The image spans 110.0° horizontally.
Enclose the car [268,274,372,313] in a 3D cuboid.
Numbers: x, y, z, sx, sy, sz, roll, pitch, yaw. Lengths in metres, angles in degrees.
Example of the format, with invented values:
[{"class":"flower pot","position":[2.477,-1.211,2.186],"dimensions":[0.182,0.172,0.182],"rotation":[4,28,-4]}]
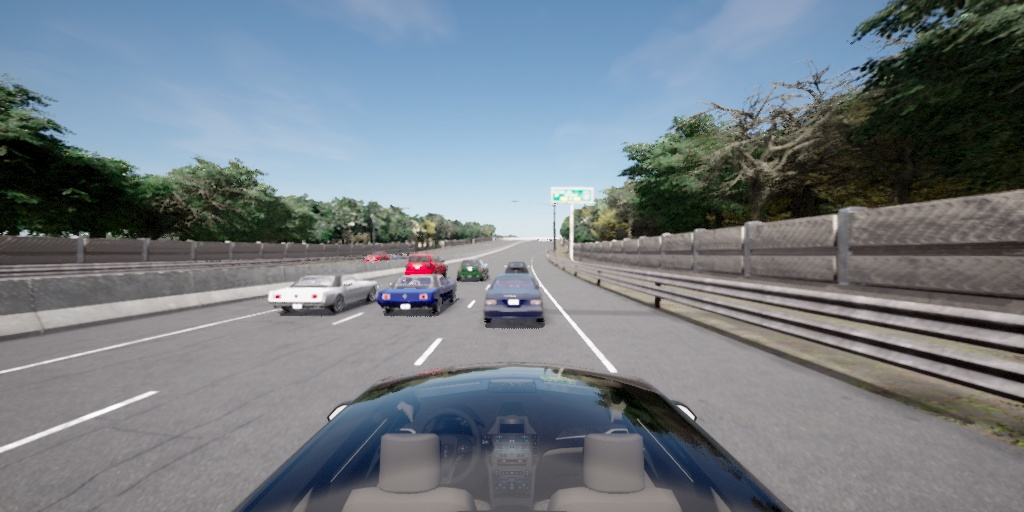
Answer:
[{"class":"car","position":[-6.881,1.338,13.804],"dimensions":[1.895,1.301,4.718],"rotation":[0,0,1]}]

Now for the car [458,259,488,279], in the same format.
[{"class":"car","position":[-3.098,1.014,29.130],"dimensions":[2.097,1.767,4.553],"rotation":[0,0,2]}]

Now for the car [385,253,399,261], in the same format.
[{"class":"car","position":[-19.469,0.653,61.311],"dimensions":[1.994,1.385,4.181],"rotation":[0,1,4]}]

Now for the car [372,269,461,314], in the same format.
[{"class":"car","position":[-3.381,1.339,13.767],"dimensions":[1.895,1.301,4.718],"rotation":[0,0,1]}]

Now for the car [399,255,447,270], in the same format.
[{"class":"car","position":[-6.635,0.893,28.165],"dimensions":[2.150,2.045,5.566],"rotation":[0,1,2]}]

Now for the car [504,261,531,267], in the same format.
[{"class":"car","position":[0.406,1.169,29.211],"dimensions":[1.837,1.490,4.892],"rotation":[0,1,2]}]

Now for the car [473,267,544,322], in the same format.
[{"class":"car","position":[0.085,1.289,12.184],"dimensions":[2.033,1.411,5.357],"rotation":[0,0,1]}]
